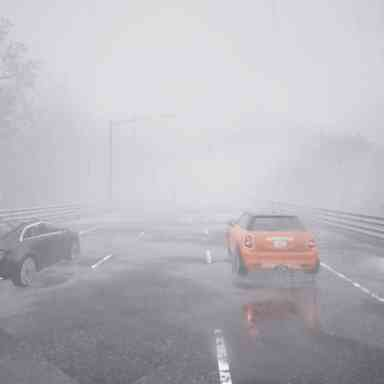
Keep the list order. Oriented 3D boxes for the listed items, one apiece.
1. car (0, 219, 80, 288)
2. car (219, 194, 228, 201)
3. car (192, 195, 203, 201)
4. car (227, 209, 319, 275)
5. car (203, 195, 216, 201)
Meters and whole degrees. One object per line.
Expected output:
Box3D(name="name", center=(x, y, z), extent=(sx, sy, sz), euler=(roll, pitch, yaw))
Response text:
Box3D(name="car", center=(-4.723, 1.494, 9.259), extent=(2.128, 1.511, 4.902), euler=(0, 0, 2))
Box3D(name="car", center=(8.095, 1.437, 86.087), extent=(2.097, 1.767, 4.553), euler=(0, 0, 7))
Box3D(name="car", center=(0.999, 1.622, 85.724), extent=(2.033, 1.411, 5.357), euler=(0, 0, 7))
Box3D(name="car", center=(2.312, 1.354, 10.595), extent=(2.097, 1.767, 4.553), euler=(0, 0, 2))
Box3D(name="car", center=(4.530, 1.677, 85.760), extent=(1.895, 1.301, 4.718), euler=(0, 0, 7))
